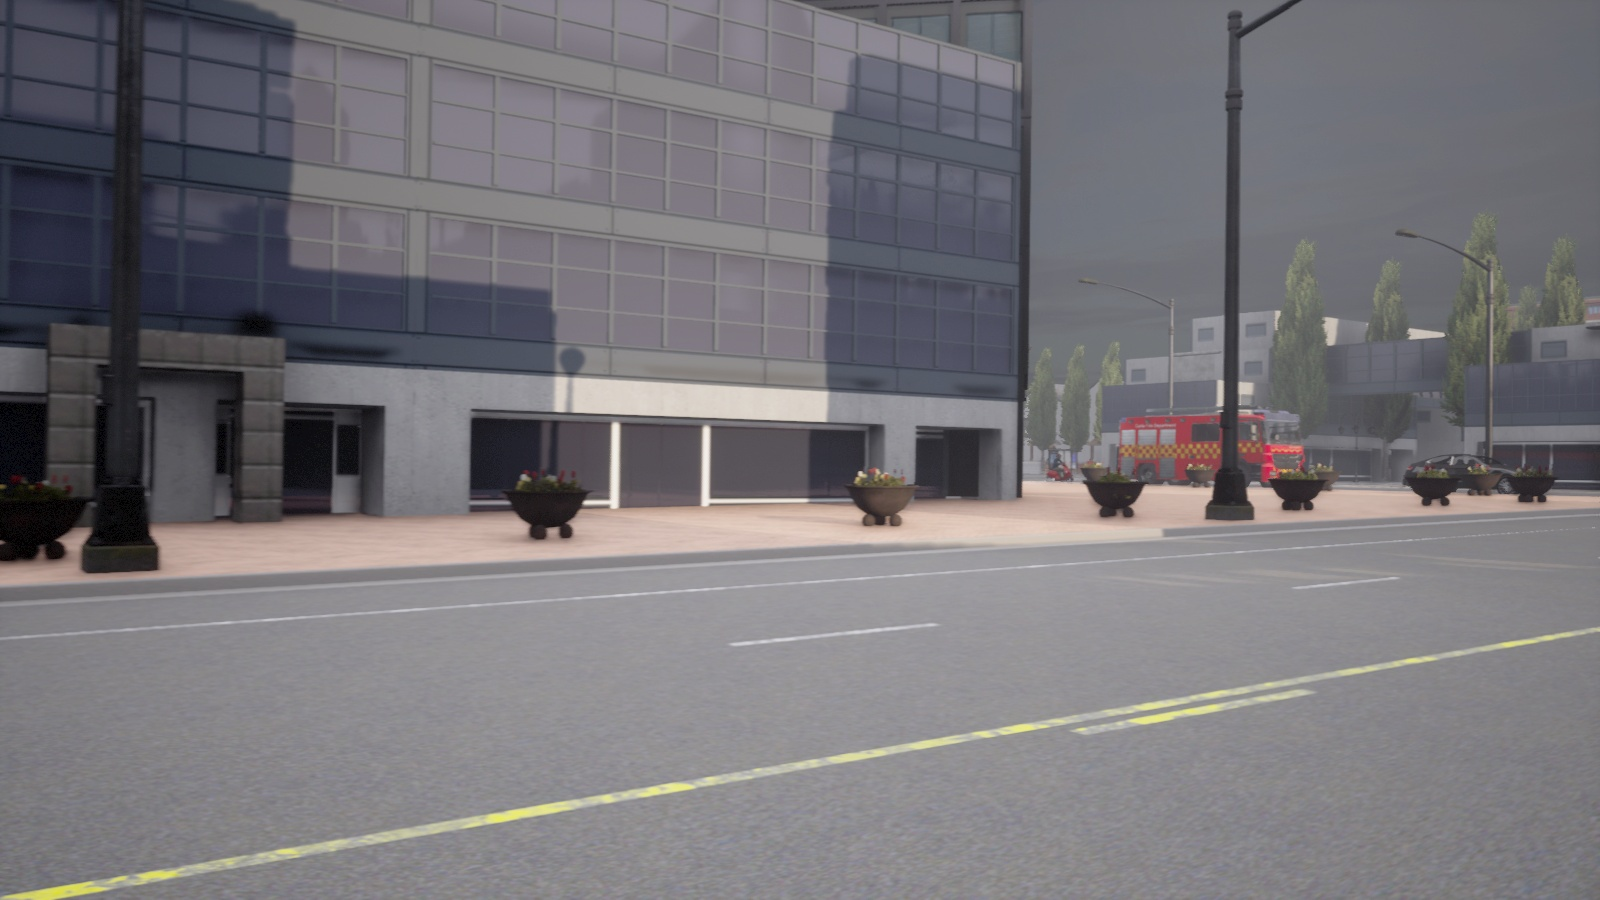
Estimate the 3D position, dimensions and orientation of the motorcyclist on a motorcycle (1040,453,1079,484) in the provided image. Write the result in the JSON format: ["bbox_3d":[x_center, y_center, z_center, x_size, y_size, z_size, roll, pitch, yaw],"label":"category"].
[{"bbox_3d":[13.569,0.950,65.767,0.866,1.590,1.817,1,-1,-41],"label":"motorcyclist on a motorcycle"}]

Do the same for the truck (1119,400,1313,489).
[{"bbox_3d":[19.095,-0.194,58.258,2.891,3.827,8.468,1,-1,-34],"label":"truck"}]

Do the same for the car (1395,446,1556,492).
[{"bbox_3d":[25.885,0.709,48.314,2.152,1.651,5.027,1,-1,-34],"label":"car"}]
